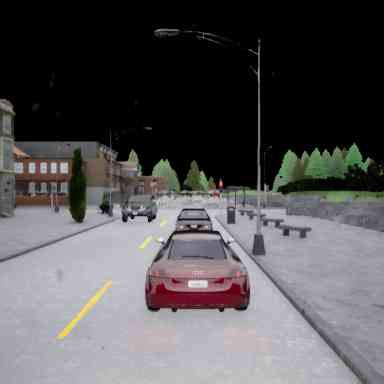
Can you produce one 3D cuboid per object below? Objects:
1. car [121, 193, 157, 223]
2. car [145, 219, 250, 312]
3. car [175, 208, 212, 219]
[{"bbox_3d":[-4.025,1.133,26.311,2.150,2.045,5.566,0,0,0],"label":"car"},{"bbox_3d":[0.095,1.564,7.777,1.994,1.385,4.181,0,0,0],"label":"car"},{"bbox_3d":[0.084,1.547,17.013,2.033,1.411,5.357,0,0,0],"label":"car"}]
